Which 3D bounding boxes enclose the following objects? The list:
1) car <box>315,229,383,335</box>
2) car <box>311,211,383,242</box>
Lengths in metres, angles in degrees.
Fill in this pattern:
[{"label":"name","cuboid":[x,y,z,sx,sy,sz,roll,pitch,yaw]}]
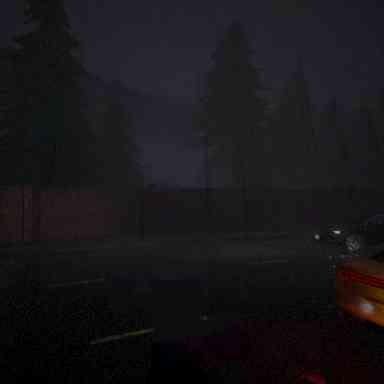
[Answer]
[{"label":"car","cuboid":[4.789,1.502,5.681,5.008,1.535,1.882,0,0,-22]},{"label":"car","cuboid":[7.422,1.537,13.807,4.902,1.511,2.128,0,0,-11]}]
